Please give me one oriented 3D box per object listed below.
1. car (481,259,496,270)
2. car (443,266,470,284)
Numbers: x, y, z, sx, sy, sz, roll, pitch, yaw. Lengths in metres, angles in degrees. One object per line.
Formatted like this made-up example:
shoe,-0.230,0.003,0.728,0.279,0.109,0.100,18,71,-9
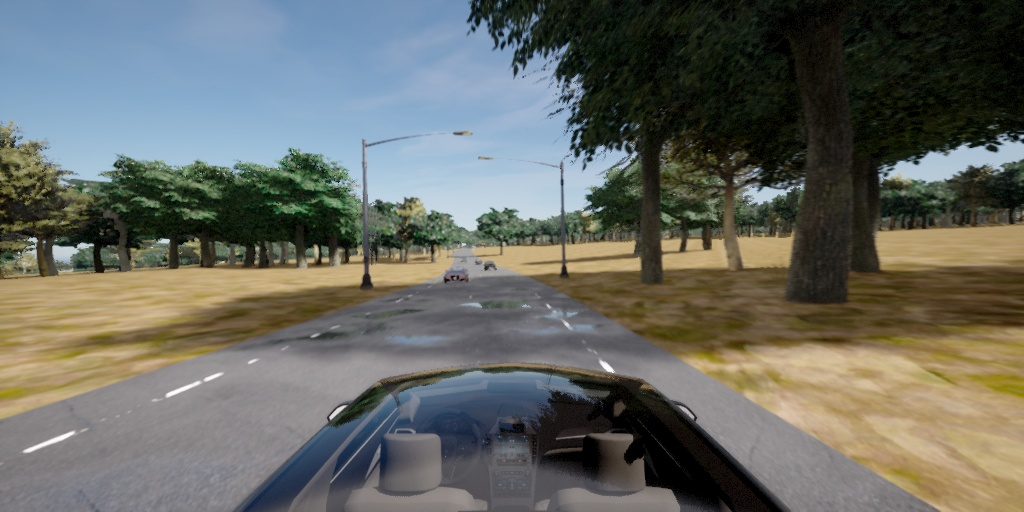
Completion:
car,-3.756,1.553,59.866,1.837,1.490,4.892,-1,0,-7
car,-4.694,1.584,30.762,1.994,1.385,4.181,-1,0,-4
